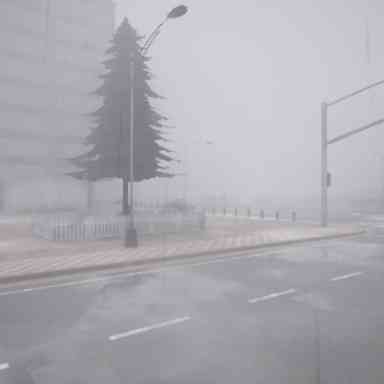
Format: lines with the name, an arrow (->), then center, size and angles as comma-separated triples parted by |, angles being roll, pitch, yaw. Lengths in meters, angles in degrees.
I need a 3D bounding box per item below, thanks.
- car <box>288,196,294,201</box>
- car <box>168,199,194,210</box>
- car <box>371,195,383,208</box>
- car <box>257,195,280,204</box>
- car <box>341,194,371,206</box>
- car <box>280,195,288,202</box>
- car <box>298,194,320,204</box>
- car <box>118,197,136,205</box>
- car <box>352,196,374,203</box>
car -> 22.755, 1.410, 82.179 | 1.932, 1.855, 4.605 | 0, 0, -36
car -> -1.526, 1.621, 44.507 | 1.812, 1.442, 4.674 | 0, 0, -36
car -> 27.855, 1.344, 45.825 | 1.932, 1.855, 4.605 | 0, 0, -36
car -> 18.241, 1.630, 78.900 | 1.970, 1.475, 3.806 | 0, 0, -36
car -> 36.017, 1.431, 73.135 | 1.932, 1.855, 4.605 | 0, 0, -36
car -> 20.599, 1.610, 80.580 | 1.784, 1.438, 3.905 | 0, 0, -36
car -> 22.308, 1.608, 63.254 | 1.970, 1.475, 3.806 | 0, 0, -36
car -> -11.463, 1.539, 58.490 | 1.812, 1.442, 4.674 | 0, 0, -36
car -> 38.412, 1.652, 74.764 | 1.784, 1.438, 3.905 | 0, 0, -36
